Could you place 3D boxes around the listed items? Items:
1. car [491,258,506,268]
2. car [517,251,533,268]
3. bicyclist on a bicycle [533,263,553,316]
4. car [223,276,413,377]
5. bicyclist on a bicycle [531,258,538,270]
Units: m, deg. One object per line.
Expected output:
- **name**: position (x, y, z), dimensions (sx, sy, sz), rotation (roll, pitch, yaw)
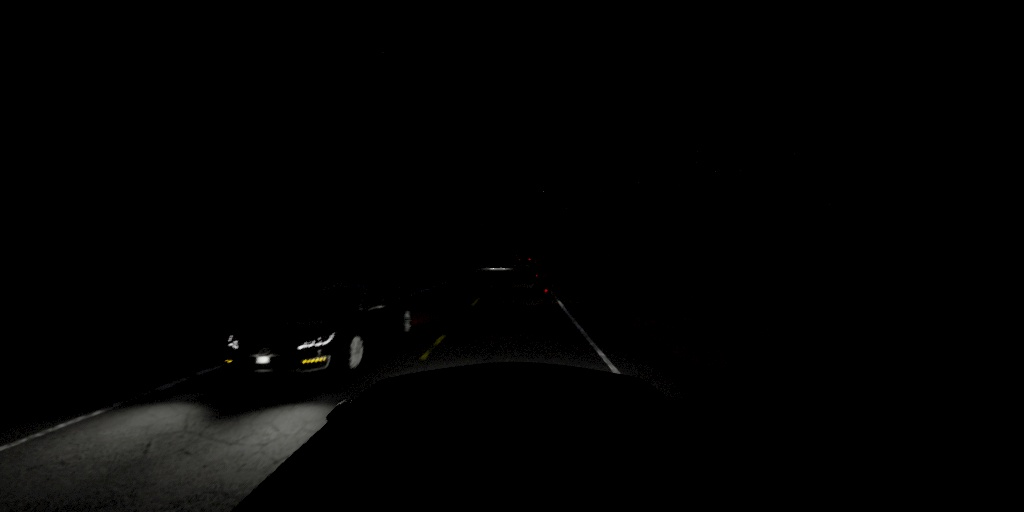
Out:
- **car**: position (-1.875, 0.990, 50.876), dimensions (1.994, 1.385, 4.181), rotation (0, 0, 3)
- **car**: position (1.910, 0.632, 53.551), dimensions (2.150, 2.045, 5.566), rotation (0, 1, 2)
- **bicyclist on a bicycle**: position (1.125, 1.146, 12.087), dimensions (0.582, 1.620, 1.656), rotation (0, 0, 1)
- **car**: position (-3.519, 1.218, 7.552), dimensions (1.837, 1.490, 4.892), rotation (0, 0, 1)
- **bicyclist on a bicycle**: position (1.422, 1.010, 20.909), dimensions (0.659, 1.776, 1.843), rotation (0, 1, 2)
